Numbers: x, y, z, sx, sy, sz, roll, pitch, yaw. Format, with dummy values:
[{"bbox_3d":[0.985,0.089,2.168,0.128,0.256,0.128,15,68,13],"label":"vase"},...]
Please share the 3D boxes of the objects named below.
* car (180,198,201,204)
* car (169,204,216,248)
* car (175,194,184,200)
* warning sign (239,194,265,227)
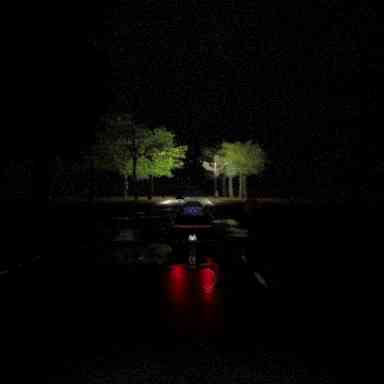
[{"bbox_3d":[0.113,1.527,29.606,2.033,1.411,5.357,0,0,0],"label":"car"},{"bbox_3d":[0.029,1.482,14.609,2.128,1.511,4.902,0,0,0],"label":"car"},{"bbox_3d":[-2.760,1.195,76.720,2.033,1.411,5.357,0,0,1],"label":"car"},{"bbox_3d":[3.623,1.094,20.221,1.300,1.860,1.060,1,1,0],"label":"warning sign"}]
